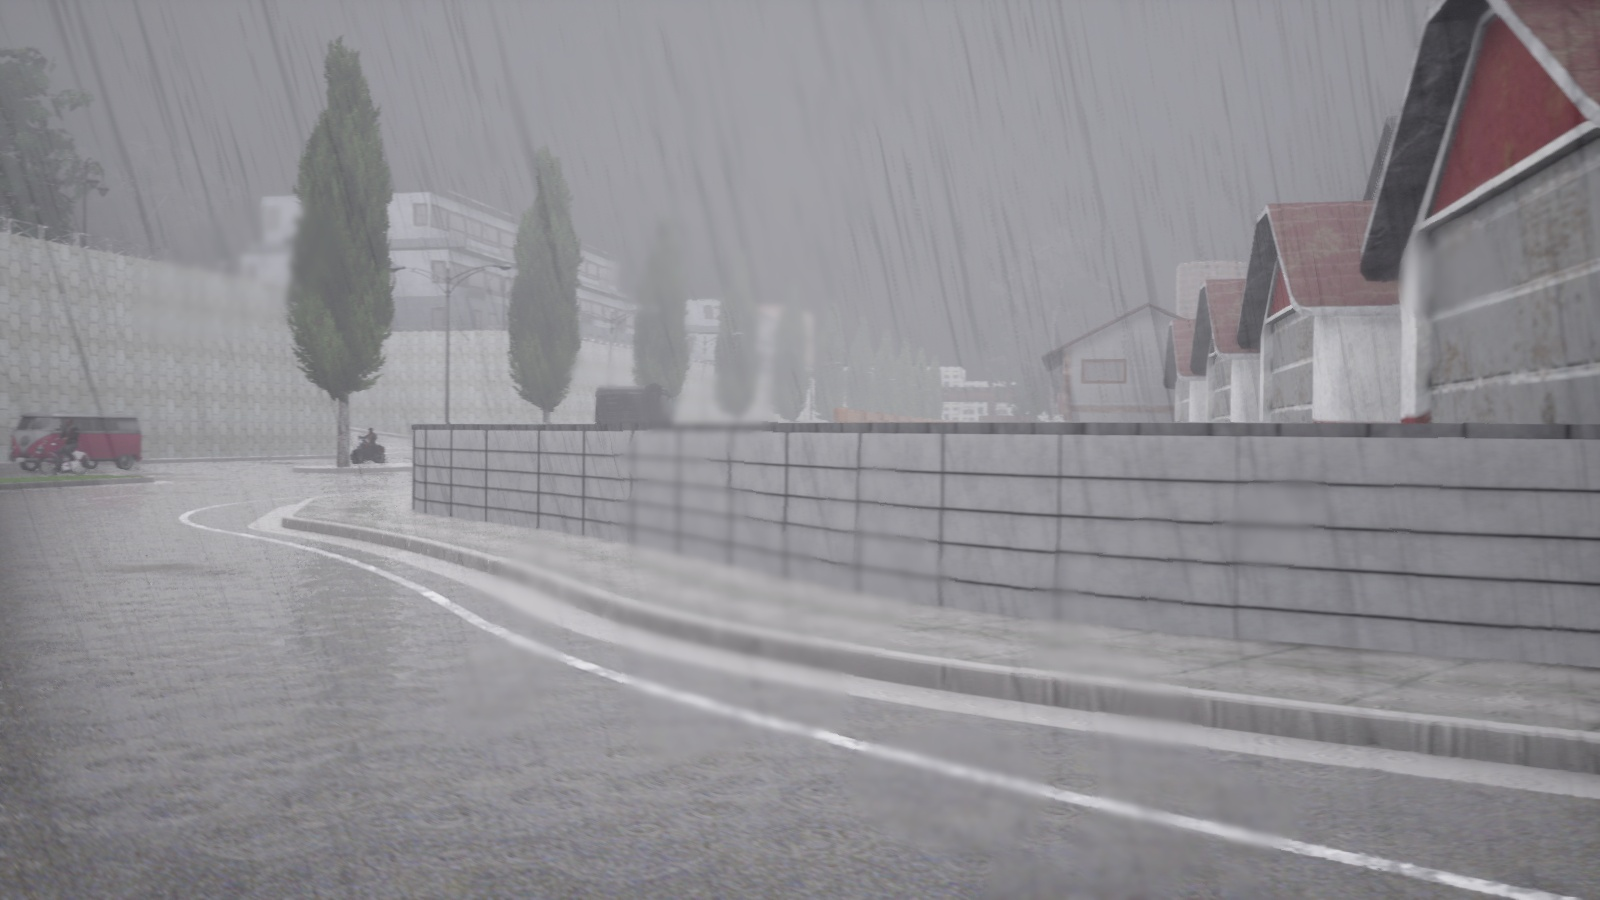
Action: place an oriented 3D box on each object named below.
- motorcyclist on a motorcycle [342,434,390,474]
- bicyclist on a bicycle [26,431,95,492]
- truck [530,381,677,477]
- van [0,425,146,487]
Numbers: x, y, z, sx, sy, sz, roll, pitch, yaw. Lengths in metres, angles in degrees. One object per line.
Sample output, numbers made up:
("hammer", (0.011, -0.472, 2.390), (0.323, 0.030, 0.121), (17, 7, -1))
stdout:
("motorcyclist on a motorcycle", (-18.430, 0.173, 53.351), (0.766, 1.649, 2.350), (0, 1, 13))
("bicyclist on a bicycle", (-22.116, 0.318, 37.598), (0.659, 1.776, 1.843), (0, 0, 13))
("truck", (-7.533, -0.800, 49.466), (2.891, 3.462, 7.936), (0, 1, 13))
("van", (-24.552, 0.160, 42.530), (1.775, 1.987, 4.442), (0, 1, 13))
